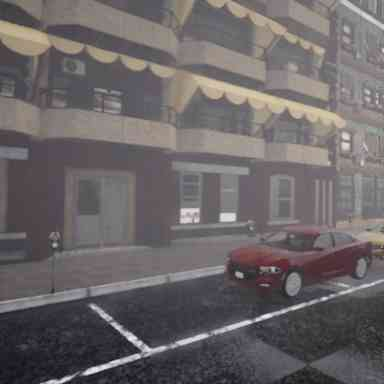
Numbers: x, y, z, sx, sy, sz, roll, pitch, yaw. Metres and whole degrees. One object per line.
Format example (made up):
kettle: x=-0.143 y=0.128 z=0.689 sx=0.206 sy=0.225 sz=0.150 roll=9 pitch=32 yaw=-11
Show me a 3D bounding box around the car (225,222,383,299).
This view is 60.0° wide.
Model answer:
car: x=2.872 y=1.575 z=8.574 sx=4.507 sy=1.381 sz=1.887 roll=0 pitch=1 yaw=-35
